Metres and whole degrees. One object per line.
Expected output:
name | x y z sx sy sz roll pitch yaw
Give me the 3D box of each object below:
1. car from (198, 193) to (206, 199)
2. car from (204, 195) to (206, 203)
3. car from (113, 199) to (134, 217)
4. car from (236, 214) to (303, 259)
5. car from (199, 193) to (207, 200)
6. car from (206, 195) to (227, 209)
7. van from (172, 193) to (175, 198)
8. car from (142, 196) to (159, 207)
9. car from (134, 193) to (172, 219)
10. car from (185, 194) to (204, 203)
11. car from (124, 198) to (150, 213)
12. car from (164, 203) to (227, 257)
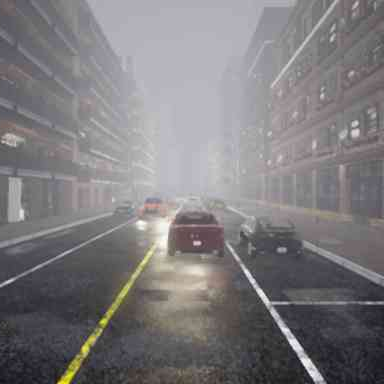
car | 2.716 1.074 91.042 1.947 1.339 4.313 0 0 0
car | 2.703 1.349 40.317 1.947 1.339 4.313 0 0 0
car | -5.681 1.394 29.050 2.008 1.369 4.403 0 0 0
car | 2.696 1.486 12.136 2.008 1.369 4.403 0 0 0
car | 2.713 1.094 79.940 1.752 1.417 4.829 0 0 0
car | 2.702 1.338 34.850 1.752 1.417 4.829 0 0 0
van | -5.666 0.910 79.775 1.690 1.788 3.998 0 0 0
car | -5.676 1.297 45.959 1.887 1.381 4.507 0 0 0
car | -3.086 1.205 27.252 2.097 1.767 4.553 0 0 0
car | 0.111 1.312 39.708 1.812 1.442 4.674 0 0 0
car | -5.680 1.364 34.687 2.008 1.369 4.403 0 0 0
car | 0.108 1.409 12.677 1.882 1.535 5.008 0 0 -1
